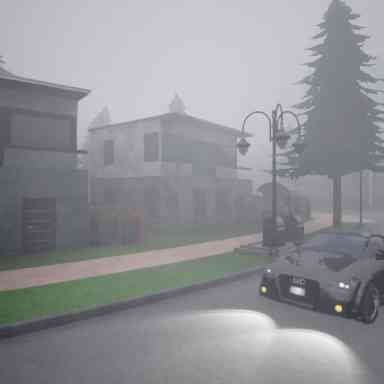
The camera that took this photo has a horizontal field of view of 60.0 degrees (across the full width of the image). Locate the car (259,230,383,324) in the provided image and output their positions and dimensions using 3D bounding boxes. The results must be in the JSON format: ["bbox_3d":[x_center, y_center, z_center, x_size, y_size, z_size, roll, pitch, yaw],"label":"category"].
[{"bbox_3d":[3.312,1.564,7.251,4.181,1.385,1.994,0,0,-43],"label":"car"}]
